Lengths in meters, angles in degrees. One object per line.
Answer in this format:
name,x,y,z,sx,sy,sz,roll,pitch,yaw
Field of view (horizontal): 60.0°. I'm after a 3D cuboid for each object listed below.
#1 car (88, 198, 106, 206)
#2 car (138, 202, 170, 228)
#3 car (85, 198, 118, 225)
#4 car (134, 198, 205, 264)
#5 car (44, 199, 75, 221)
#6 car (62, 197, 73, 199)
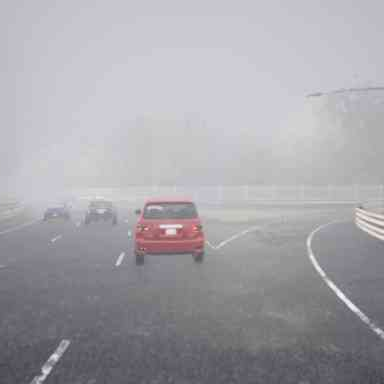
car,-16.513,1.650,57.809,1.895,1.301,4.718,0,0,-31
car,-2.780,1.532,23.537,1.812,1.442,4.674,0,0,-12
car,-6.571,1.371,24.436,2.097,1.767,4.553,0,0,-12
car,-0.894,1.223,12.121,2.150,2.045,5.566,0,0,-6
car,-10.899,1.559,27.198,1.812,1.442,4.674,0,0,-15
car,-27.494,1.679,73.171,1.895,1.301,4.718,0,0,-41
